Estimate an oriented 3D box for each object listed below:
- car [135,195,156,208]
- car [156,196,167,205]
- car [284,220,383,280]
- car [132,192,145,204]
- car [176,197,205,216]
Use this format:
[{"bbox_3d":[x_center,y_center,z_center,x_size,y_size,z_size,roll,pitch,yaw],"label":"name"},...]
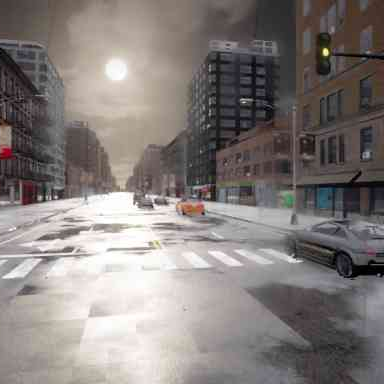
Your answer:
[{"bbox_3d":[-6.435,1.455,45.676,1.994,1.385,4.181,0,0,-12],"label":"car"},{"bbox_3d":[-5.362,1.428,56.183,1.994,1.385,4.181,0,0,-12],"label":"car"},{"bbox_3d":[4.518,1.543,10.071,1.994,1.385,4.181,0,0,-12],"label":"car"},{"bbox_3d":[-9.135,1.081,57.792,2.150,2.045,5.566,0,0,-12],"label":"car"},{"bbox_3d":[-0.241,1.277,32.284,2.097,1.767,4.553,0,0,-12],"label":"car"}]
